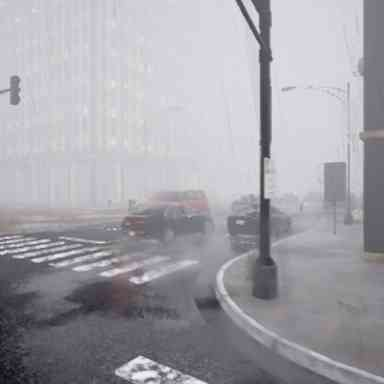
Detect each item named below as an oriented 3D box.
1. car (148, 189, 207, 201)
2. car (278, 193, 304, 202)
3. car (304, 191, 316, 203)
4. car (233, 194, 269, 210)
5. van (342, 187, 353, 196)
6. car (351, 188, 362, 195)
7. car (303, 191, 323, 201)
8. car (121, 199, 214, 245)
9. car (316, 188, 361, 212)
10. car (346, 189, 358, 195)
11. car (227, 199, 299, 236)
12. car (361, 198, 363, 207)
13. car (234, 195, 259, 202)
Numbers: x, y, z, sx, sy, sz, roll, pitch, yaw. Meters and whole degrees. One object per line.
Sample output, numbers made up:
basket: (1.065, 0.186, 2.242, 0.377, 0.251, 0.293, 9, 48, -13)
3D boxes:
car: (-1.081, 0.888, 19.375, 2.150, 2.045, 5.566, 0, 1, 35)
car: (12.564, 0.768, 43.187, 1.947, 1.339, 4.313, 1, 2, 35)
car: (16.245, 0.706, 43.818, 2.033, 1.411, 5.357, 0, 1, 36)
car: (6.053, 0.959, 33.957, 1.947, 1.339, 4.313, 1, 2, 35)
van: (35.358, -0.115, 75.487, 1.690, 1.788, 3.998, 1, 2, 35)
car: (41.870, -0.202, 84.720, 1.967, 1.590, 4.097, 1, 2, 35)
car: (19.077, 0.557, 52.417, 1.887, 1.381, 4.507, 1, 2, 35)
car: (-0.857, 1.236, 14.210, 1.837, 1.490, 4.892, -1, 0, 34)
car: (12.937, 0.709, 29.172, 2.192, 1.841, 5.009, 1, 2, 35)
car: (38.614, 0.017, 80.107, 1.947, 1.339, 4.313, 1, 2, 35)
car: (3.168, 1.248, 15.334, 1.947, 1.339, 4.313, 1, 2, 35)
car: (16.291, 0.821, 33.931, 1.752, 1.417, 4.829, 1, 2, 35)
car: (4.943, 0.979, 27.907, 2.128, 1.511, 4.902, 0, 1, 35)
